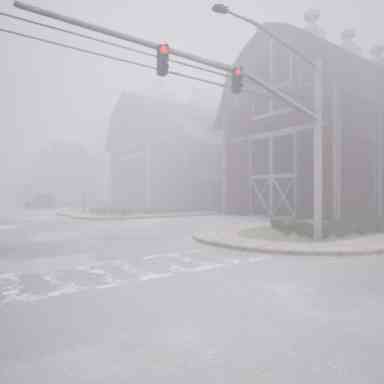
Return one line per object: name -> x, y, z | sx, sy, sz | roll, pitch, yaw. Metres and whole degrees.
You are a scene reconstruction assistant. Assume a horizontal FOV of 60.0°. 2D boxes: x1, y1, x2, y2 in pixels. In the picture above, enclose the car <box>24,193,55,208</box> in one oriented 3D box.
car -> -20.829, 1.173, 45.619 | 3.866, 1.878, 1.905 | -2, 5, 11
